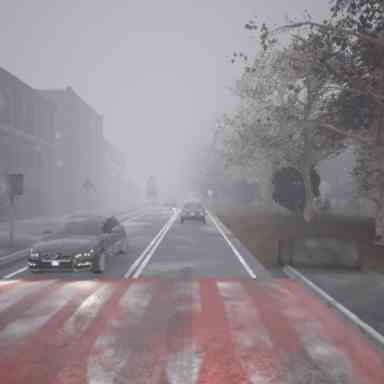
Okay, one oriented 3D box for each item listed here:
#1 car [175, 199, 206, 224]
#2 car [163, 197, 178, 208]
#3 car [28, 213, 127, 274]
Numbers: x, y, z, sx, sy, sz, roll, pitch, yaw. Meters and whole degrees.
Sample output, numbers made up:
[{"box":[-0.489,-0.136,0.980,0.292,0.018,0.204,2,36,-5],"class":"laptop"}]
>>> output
[{"box":[0.088,1.515,24.762,2.033,1.411,5.357,0,0,1],"class":"car"},{"box":[-3.183,1.575,49.563,1.837,1.490,4.892,0,-1,1],"class":"car"},{"box":[-3.325,1.491,10.533,1.837,1.490,4.892,0,0,0],"class":"car"}]
